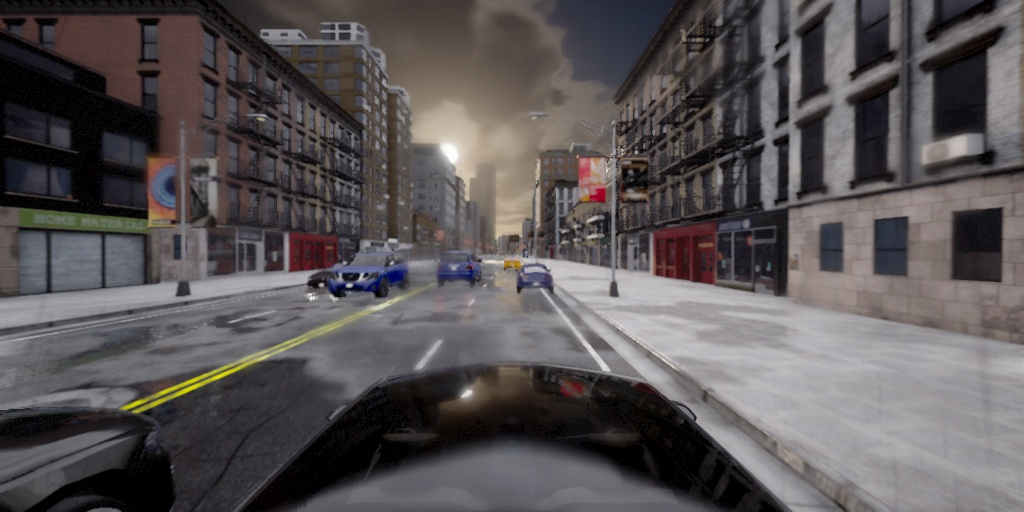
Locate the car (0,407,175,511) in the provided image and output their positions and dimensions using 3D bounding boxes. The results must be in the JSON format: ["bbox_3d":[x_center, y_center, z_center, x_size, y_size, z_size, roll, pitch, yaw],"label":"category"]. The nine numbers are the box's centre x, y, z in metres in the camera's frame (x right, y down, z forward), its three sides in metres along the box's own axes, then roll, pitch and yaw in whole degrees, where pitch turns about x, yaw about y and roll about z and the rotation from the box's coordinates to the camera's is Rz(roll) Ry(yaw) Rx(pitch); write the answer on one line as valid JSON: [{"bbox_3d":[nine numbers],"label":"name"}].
[{"bbox_3d":[-3.150,1.256,0.337,2.128,1.511,4.902,0,1,0],"label":"car"}]

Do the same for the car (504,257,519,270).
[{"bbox_3d":[0.040,0.801,41.676,1.882,1.535,5.008,0,0,1],"label":"car"}]

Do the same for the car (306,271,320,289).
[{"bbox_3d":[-9.846,1.093,21.190,2.033,1.411,5.357,0,1,0],"label":"car"}]

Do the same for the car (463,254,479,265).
[{"bbox_3d":[-6.545,0.499,57.886,2.097,1.767,4.553,0,1,1],"label":"car"}]

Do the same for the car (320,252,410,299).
[{"bbox_3d":[-6.597,0.808,17.307,2.150,2.045,5.566,0,1,0],"label":"car"}]

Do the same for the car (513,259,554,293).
[{"bbox_3d":[1.140,1.097,18.826,1.812,1.442,4.674,0,1,0],"label":"car"}]

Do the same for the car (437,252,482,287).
[{"bbox_3d":[-3.146,0.756,22.199,2.150,2.045,5.566,0,1,0],"label":"car"}]
